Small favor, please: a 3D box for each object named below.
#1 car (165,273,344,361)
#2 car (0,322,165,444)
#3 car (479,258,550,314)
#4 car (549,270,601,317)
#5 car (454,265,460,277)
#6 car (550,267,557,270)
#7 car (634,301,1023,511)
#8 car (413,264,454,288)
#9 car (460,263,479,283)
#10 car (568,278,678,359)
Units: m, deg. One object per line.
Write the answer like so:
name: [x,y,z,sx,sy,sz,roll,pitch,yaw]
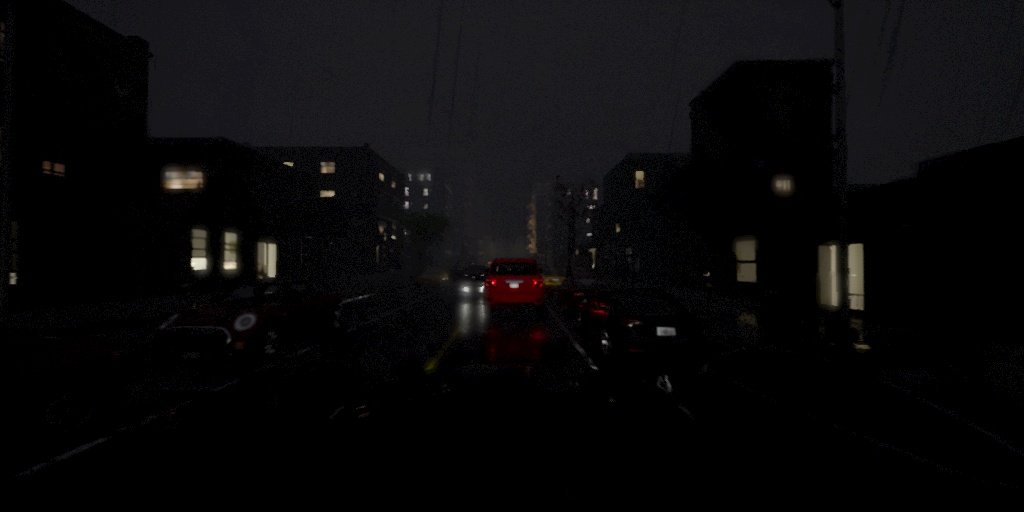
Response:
car: [-5.689,1.248,8.342,1.967,1.591,4.097,0,0,0]
car: [-5.689,1.342,2.809,1.802,1.307,4.207,0,0,0]
car: [0.086,1.087,14.574,2.150,2.045,5.566,0,0,0]
car: [2.699,1.400,13.567,1.888,1.381,4.507,0,0,0]
car: [-5.812,1.621,37.650,2.007,1.370,4.403,0,0,0]
car: [2.752,1.478,24.803,1.751,1.417,4.829,0,0,0]
car: [2.691,1.326,2.807,1.948,1.339,4.313,0,0,0]
car: [-5.758,1.496,26.415,1.751,1.417,4.829,0,0,0]
car: [-3.100,1.519,31.470,1.837,1.490,4.892,0,-1,0]
car: [2.691,1.374,8.340,1.948,1.339,4.313,0,0,0]
